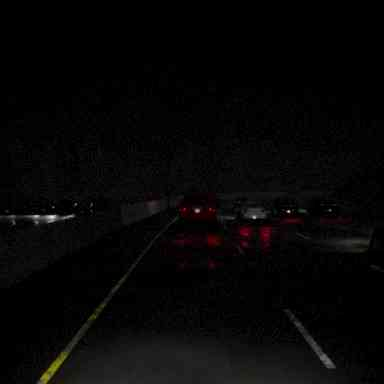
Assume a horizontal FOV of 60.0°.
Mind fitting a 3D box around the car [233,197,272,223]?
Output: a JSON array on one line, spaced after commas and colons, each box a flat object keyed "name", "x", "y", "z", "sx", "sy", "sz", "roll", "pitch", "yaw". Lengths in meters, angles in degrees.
[{"name": "car", "x": 4.091, "y": 1.353, "z": 23.381, "sx": 1.812, "sy": 1.442, "sz": 4.674, "roll": 0, "pitch": 0, "yaw": 3}]

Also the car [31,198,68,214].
[{"name": "car", "x": -12.958, "y": 1.324, "z": 31.860, "sx": 1.812, "sy": 1.442, "sz": 4.674, "roll": 0, "pitch": 0, "yaw": 6}]

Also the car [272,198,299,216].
[{"name": "car", "x": 8.081, "y": 1.289, "z": 29.390, "sx": 1.837, "sy": 1.490, "sz": 4.892, "roll": 0, "pitch": 0, "yaw": 5}]

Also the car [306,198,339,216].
[{"name": "car", "x": 11.637, "y": 1.275, "z": 29.850, "sx": 2.128, "sy": 1.511, "sz": 4.902, "roll": 0, "pitch": 0, "yaw": 6}]

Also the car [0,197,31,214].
[{"name": "car", "x": -16.444, "y": 1.401, "z": 32.175, "sx": 1.895, "sy": 1.301, "sz": 4.718, "roll": 0, "pitch": 0, "yaw": 6}]

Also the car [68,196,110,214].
[{"name": "car", "x": -9.472, "y": 1.172, "z": 31.545, "sx": 2.097, "sy": 1.767, "sz": 4.553, "roll": 0, "pitch": 0, "yaw": 6}]

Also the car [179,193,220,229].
[{"name": "car", "x": 0.416, "y": 1.069, "z": 20.478, "sx": 2.150, "sy": 2.045, "sz": 5.566, "roll": 0, "pitch": 1, "yaw": 3}]

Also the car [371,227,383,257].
[{"name": "car", "x": 7.138, "y": 1.410, "z": 9.553, "sx": 1.882, "sy": 1.535, "sz": 5.008, "roll": 0, "pitch": 0, "yaw": 0}]

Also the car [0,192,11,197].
[{"name": "car", "x": -19.927, "y": 0.986, "z": 32.509, "sx": 2.150, "sy": 2.045, "sz": 5.566, "roll": 0, "pitch": 0, "yaw": 6}]
